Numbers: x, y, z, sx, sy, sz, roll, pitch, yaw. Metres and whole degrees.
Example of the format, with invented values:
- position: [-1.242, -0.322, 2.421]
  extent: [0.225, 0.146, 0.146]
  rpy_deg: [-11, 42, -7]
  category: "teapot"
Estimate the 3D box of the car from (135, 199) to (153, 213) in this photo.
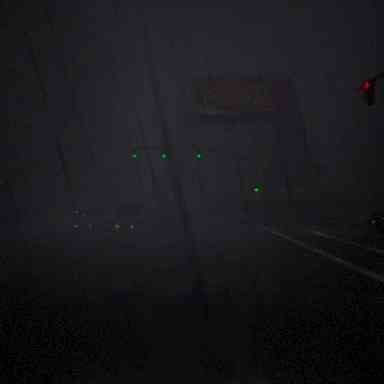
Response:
- position: [-7.111, 2.107, 47.297]
  extent: [1.882, 1.535, 5.008]
  rpy_deg: [0, -1, 0]
  category: "car"

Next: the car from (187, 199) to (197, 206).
- position: [-0.047, 2.483, 76.099]
  extent: [2.128, 1.511, 4.902]
  rpy_deg: [0, -1, 0]
  category: "car"

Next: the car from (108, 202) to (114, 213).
- position: [-10.614, 2.066, 44.244]
  extent: [1.882, 1.535, 5.008]
  rpy_deg: [0, -1, 0]
  category: "car"

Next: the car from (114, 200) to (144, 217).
- position: [-7.107, 1.982, 37.866]
  extent: [1.882, 1.535, 5.008]
  rpy_deg: [0, -1, 0]
  category: "car"

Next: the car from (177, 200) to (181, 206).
- position: [-3.547, 2.537, 76.141]
  extent: [2.128, 1.511, 4.902]
  rpy_deg: [0, -1, -6]
  category: "car"

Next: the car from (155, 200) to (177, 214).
- position: [-3.425, 2.076, 44.977]
  extent: [1.882, 1.535, 5.008]
  rpy_deg: [0, -1, 0]
  category: "car"

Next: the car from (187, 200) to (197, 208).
- position: [-0.042, 2.493, 67.061]
  extent: [1.895, 1.301, 4.718]
  rpy_deg: [0, -1, 0]
  category: "car"

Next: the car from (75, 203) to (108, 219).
- position: [-10.628, 2.065, 34.853]
  extent: [1.895, 1.301, 4.718]
  rpy_deg: [0, -1, 1]
  category: "car"

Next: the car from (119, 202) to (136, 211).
- position: [-10.607, 2.331, 54.852]
  extent: [1.895, 1.301, 4.718]
  rpy_deg: [0, -1, 0]
  category: "car"

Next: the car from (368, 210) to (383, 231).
- position: [14.040, 1.498, 20.668]
  extent: [5.566, 2.045, 2.150]
  rpy_deg: [0, -1, 0]
  category: "car"

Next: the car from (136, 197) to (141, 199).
- position: [-10.543, 2.111, 67.974]
  extent: [2.150, 2.045, 5.566]
  rpy_deg: [0, -1, 0]
  category: "car"

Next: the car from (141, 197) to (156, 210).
- position: [-7.098, 2.115, 57.334]
  extent: [2.097, 1.767, 4.553]
  rpy_deg: [0, -1, 0]
  category: "car"
